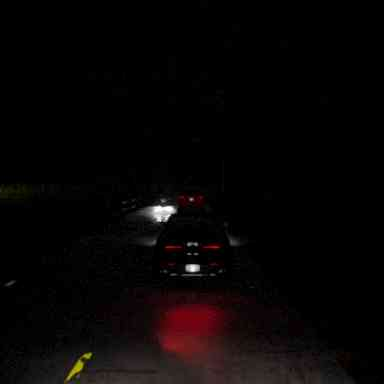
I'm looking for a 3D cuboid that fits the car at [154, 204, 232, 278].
[{"bbox_3d":[0.020,1.312,9.507,1.837,1.490,4.892,0,1,0],"label":"car"}]

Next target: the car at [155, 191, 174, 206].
[{"bbox_3d":[-3.022,0.689,36.922,2.128,1.511,4.902,0,1,0],"label":"car"}]

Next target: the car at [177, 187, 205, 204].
[{"bbox_3d":[-0.051,0.615,28.298,2.150,2.045,5.566,0,1,0],"label":"car"}]
